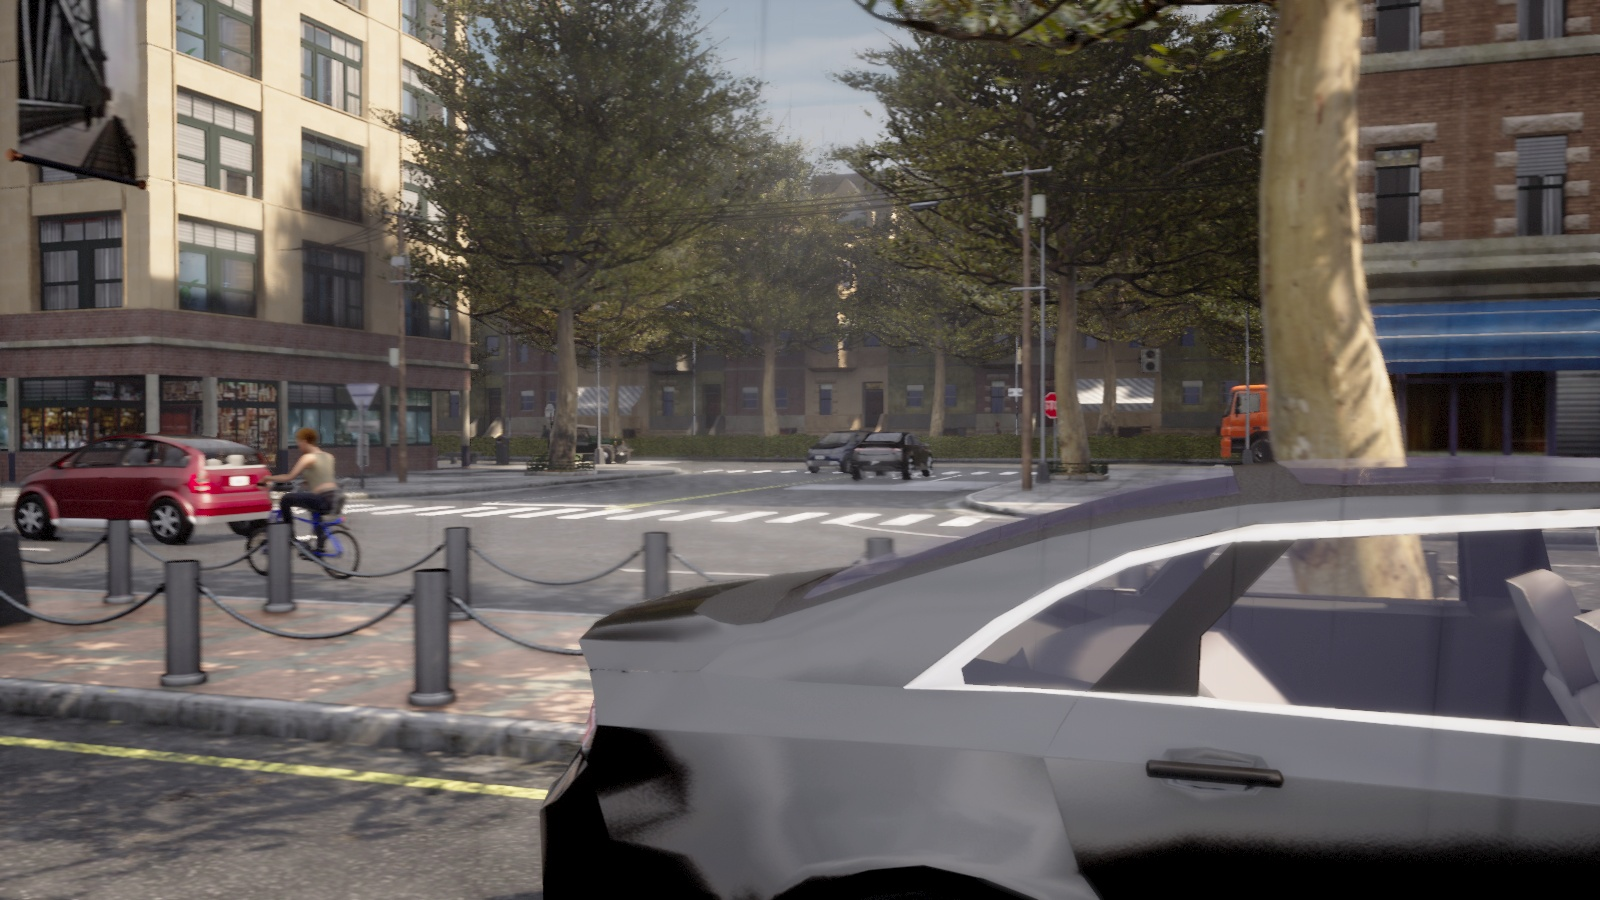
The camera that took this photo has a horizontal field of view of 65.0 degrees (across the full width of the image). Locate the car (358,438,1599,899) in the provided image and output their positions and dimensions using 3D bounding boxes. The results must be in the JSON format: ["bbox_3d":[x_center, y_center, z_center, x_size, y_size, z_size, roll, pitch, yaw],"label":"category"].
[{"bbox_3d":[1.837,0.748,2.574,4.902,1.511,2.128,1,1,19],"label":"car"}]

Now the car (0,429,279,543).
[{"bbox_3d":[-9.881,0.470,18.649,3.705,1.549,1.789,1,1,19],"label":"car"}]

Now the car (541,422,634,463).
[{"bbox_3d":[-9.941,-0.355,58.728,3.866,1.878,1.905,1,1,19],"label":"car"}]

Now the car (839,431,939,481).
[{"bbox_3d":[2.970,0.139,40.918,2.128,1.511,4.902,1,1,18],"label":"car"}]

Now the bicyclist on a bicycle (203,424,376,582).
[{"bbox_3d":[-5.465,0.527,13.472,1.509,1.612,0.866,1,1,19],"label":"bicyclist on a bicycle"}]

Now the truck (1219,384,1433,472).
[{"bbox_3d":[21.517,-0.905,51.879,7.936,3.462,2.891,1,1,19],"label":"truck"}]

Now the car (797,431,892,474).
[{"bbox_3d":[1.681,0.065,46.593,1.789,1.549,3.705,1,1,35],"label":"car"}]
